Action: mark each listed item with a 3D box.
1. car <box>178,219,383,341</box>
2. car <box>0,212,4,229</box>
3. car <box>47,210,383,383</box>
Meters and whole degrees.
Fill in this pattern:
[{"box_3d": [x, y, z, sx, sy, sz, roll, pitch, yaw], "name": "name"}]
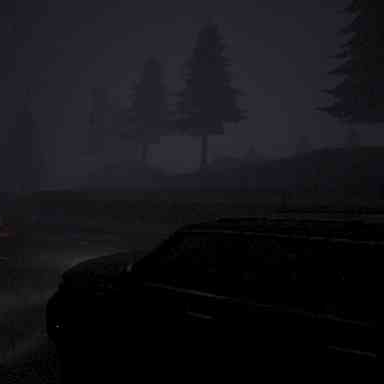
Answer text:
[{"box_3d": [2.290, 1.492, 6.787, 4.902, 1.511, 2.128, 0, 0, 37], "name": "car"}, {"box_3d": [-13.143, 1.488, 20.467, 1.882, 1.535, 5.008, 0, 0, -44], "name": "car"}, {"box_3d": [0.774, 1.223, 3.502, 5.566, 2.045, 2.150, 0, 0, 37], "name": "car"}]
